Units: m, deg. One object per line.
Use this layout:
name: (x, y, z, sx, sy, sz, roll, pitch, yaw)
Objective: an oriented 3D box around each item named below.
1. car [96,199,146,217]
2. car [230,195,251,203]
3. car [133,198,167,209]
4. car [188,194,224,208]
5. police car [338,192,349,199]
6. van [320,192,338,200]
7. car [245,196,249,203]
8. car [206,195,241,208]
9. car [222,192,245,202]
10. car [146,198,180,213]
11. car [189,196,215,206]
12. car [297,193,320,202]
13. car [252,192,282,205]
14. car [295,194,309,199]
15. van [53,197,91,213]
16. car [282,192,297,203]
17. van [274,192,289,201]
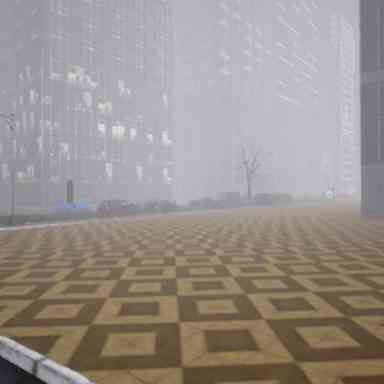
car: (-6.861, 1.469, 31.482, 1.967, 1.590, 4.097, 0, 1, 41)
car: (9.218, 1.345, 62.789, 1.947, 1.339, 4.313, 0, 1, 41)
car: (-5.766, 1.519, 45.666, 1.887, 1.381, 4.507, 0, 1, 41)
car: (1.820, 1.449, 45.691, 2.033, 1.411, 5.357, 0, 0, 41)
police car: (37.973, 0.869, 83.446, 1.930, 1.638, 5.238, 0, 0, 41)
van: (30.492, 0.883, 74.386, 1.690, 1.788, 3.998, 0, 1, 41)
car: (11.612, 1.252, 56.893, 1.882, 1.535, 5.008, 0, 0, 41)
car: (4.280, 1.464, 44.410, 1.802, 1.307, 4.206, 0, 1, 41)
car: (5.946, 1.040, 54.974, 2.150, 2.045, 5.566, 0, 0, 41)
car: (-3.158, 1.546, 35.802, 1.947, 1.339, 4.313, 0, 1, 41)
car: (1.728, 1.443, 54.224, 1.947, 1.339, 4.313, 0, 1, 41)
car: (23.115, 1.162, 65.950, 1.752, 1.417, 4.829, 0, 1, 41)
car: (11.769, 1.100, 52.973, 2.192, 1.841, 5.009, 0, 1, 41)
car: (27.941, 1.103, 84.203, 1.947, 1.339, 4.313, 0, 1, 41)
van: (-13.340, 1.414, 37.173, 1.690, 1.788, 3.998, 0, 1, 41)
car: (15.513, 1.051, 57.255, 2.192, 1.841, 5.009, 0, 1, 41)
van: (20.451, 0.975, 75.635, 1.690, 1.788, 3.998, 0, 1, 41)
